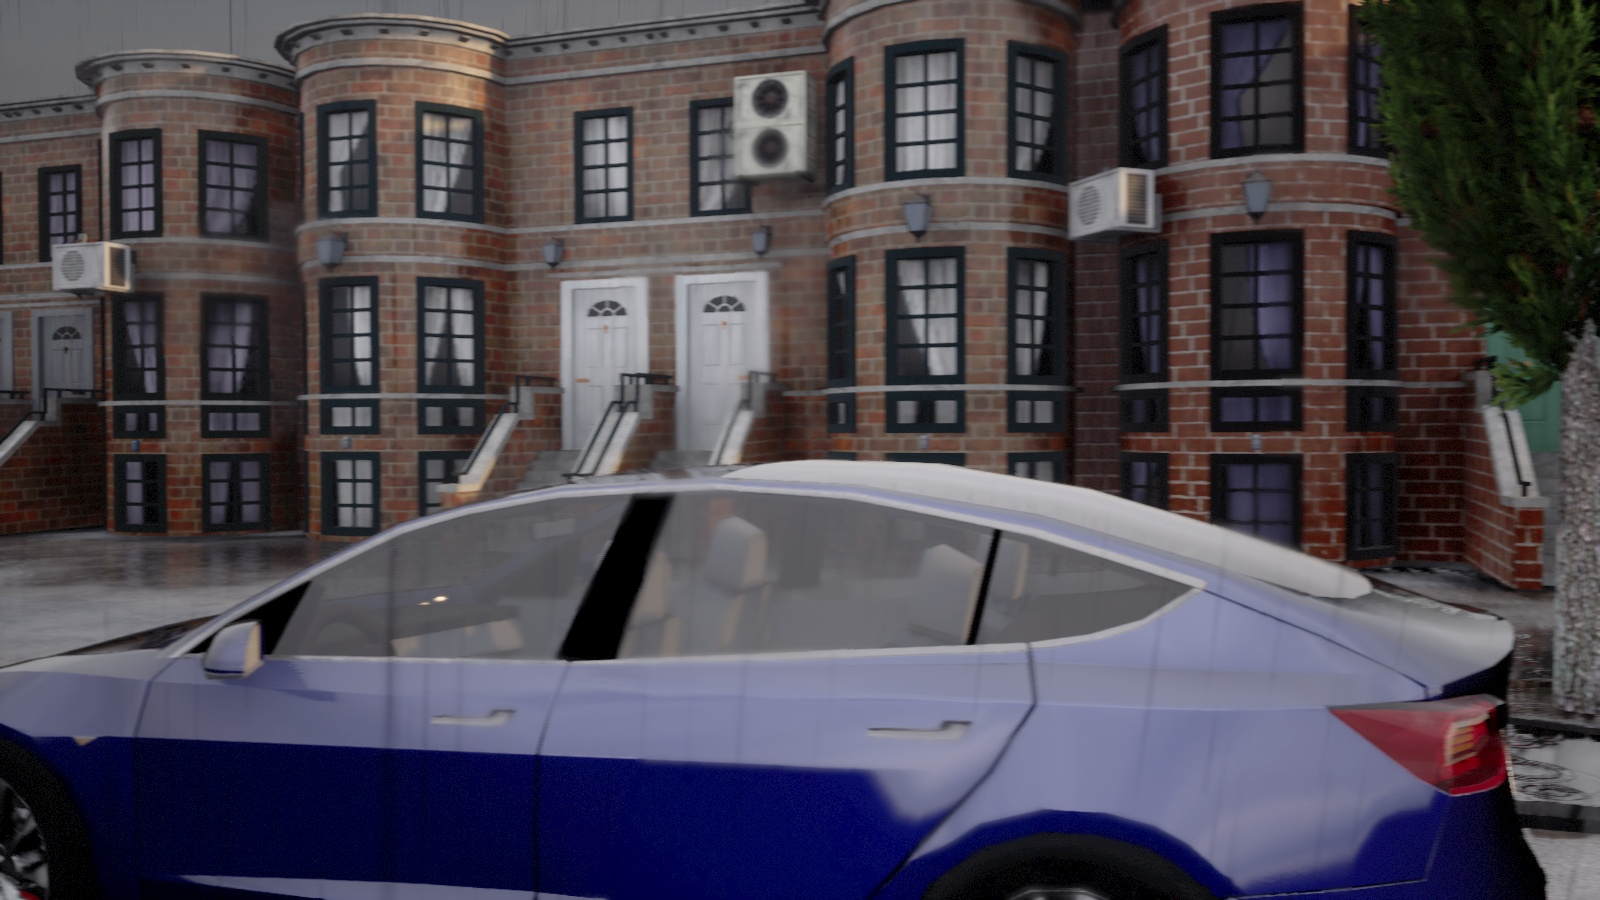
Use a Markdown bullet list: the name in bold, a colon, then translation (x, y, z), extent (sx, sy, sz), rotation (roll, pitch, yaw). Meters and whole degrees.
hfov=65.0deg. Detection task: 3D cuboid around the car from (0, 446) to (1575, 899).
- **car**: translation (-0.617, 0.761, 3.927), extent (4.792, 1.488, 2.163), rotation (1, 1, 19)
